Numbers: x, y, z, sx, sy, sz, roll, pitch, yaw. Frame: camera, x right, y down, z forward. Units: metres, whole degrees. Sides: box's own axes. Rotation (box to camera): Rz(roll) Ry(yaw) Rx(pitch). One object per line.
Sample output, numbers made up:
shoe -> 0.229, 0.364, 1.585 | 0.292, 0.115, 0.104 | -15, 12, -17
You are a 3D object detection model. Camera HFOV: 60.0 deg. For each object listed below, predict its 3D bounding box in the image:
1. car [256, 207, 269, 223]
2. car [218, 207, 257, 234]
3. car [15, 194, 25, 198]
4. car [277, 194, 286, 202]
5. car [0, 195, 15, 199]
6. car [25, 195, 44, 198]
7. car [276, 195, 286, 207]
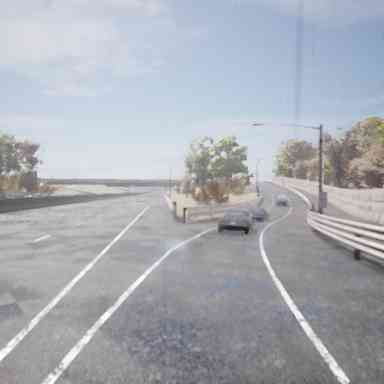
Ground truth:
car -> 6.212, 2.147, 31.959 | 1.994, 1.385, 4.181 | 1, -1, 20
car -> 2.995, 1.903, 22.079 | 1.994, 1.385, 4.181 | 0, -1, 15
car -> -34.197, 1.252, 65.323 | 1.837, 1.490, 4.892 | 0, 0, -5
car -> 19.657, 1.341, 73.077 | 1.812, 1.442, 4.674 | 1, 4, 14
car -> -29.437, 1.284, 50.525 | 1.837, 1.490, 4.892 | 0, 0, -4
car -> -30.747, 1.277, 66.048 | 1.837, 1.490, 4.892 | 0, 0, -5
car -> 16.987, 1.882, 63.336 | 1.882, 1.535, 5.008 | 1, 2, 16
